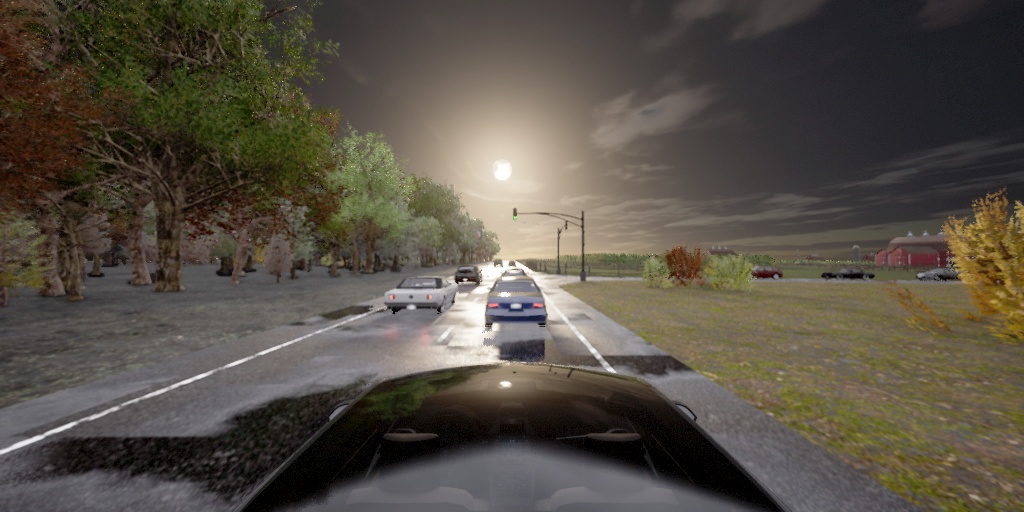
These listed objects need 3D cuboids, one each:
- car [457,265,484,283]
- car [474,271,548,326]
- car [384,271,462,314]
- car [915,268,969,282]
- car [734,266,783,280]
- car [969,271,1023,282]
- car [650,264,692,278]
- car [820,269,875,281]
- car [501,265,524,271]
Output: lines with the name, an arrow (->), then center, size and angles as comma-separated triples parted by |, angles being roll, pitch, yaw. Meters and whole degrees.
car -> -3.398, 1.469, 28.512 | 1.837, 1.490, 4.892 | 0, 0, 0
car -> 0.102, 1.379, 11.914 | 2.033, 1.411, 5.357 | 0, 0, 0
car -> -3.398, 1.451, 14.360 | 1.895, 1.301, 4.718 | 0, 0, 0
car -> 49.053, 2.137, 40.905 | 4.902, 1.511, 2.128 | 1, -1, 1
car -> 28.120, 1.895, 41.058 | 5.008, 1.535, 1.882 | 1, -1, 0
car -> 51.424, 2.183, 37.314 | 4.718, 1.301, 1.895 | 1, -1, 1
car -> 18.088, 1.661, 41.134 | 4.553, 1.767, 2.097 | 1, -1, 1
car -> 38.263, 2.129, 41.006 | 4.718, 1.301, 1.895 | 1, -1, 1
car -> 0.184, 1.485, 23.208 | 1.994, 1.385, 4.181 | 0, 0, 2
